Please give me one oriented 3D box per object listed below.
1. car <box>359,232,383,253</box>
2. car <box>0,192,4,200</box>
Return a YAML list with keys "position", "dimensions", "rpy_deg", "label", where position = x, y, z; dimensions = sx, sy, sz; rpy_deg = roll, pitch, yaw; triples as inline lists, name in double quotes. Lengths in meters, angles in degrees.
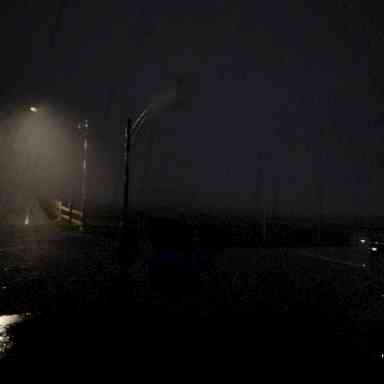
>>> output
- position: [11.083, 2.474, 17.006]
  dimensions: [5.357, 1.411, 2.033]
  rpy_deg: [3, -2, -26]
  label: "car"
- position: [-35.750, 0.689, 60.974]
  dimensions: [2.128, 1.511, 4.902]
  rpy_deg: [3, -1, -26]
  label: "car"
